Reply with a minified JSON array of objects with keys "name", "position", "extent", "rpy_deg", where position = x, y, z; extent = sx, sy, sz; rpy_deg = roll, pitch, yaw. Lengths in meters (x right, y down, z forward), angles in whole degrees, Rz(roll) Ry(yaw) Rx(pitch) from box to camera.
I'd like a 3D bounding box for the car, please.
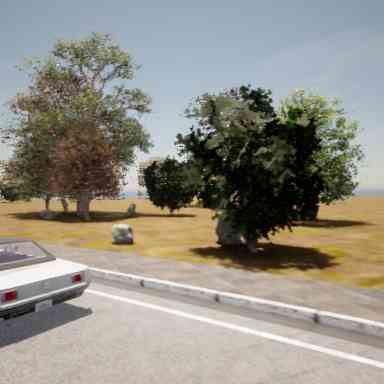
[{"name":"car","position":[-4.325,1.594,6.731],"extent":[4.718,1.301,1.895],"rpy_deg":[0,0,33]}]
